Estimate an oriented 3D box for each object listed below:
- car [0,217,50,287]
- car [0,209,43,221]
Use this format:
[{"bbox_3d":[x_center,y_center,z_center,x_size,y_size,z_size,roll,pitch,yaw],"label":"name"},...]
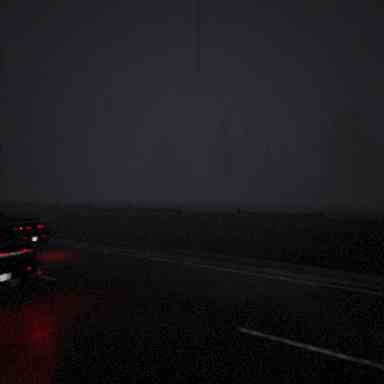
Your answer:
[{"bbox_3d":[-5.714,1.488,8.044,4.902,1.511,2.128,0,0,36],"label":"car"},{"bbox_3d":[-7.875,1.499,13.893,4.892,1.490,1.837,0,0,36],"label":"car"}]
